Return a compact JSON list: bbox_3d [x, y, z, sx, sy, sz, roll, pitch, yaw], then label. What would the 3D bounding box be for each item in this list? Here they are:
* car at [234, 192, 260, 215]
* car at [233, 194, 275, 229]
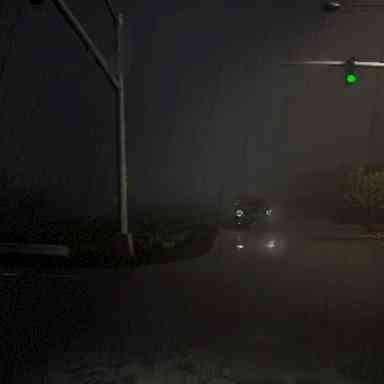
[{"bbox_3d":[4.718,0.958,29.132,2.097,1.767,4.553,-1,1,7],"label":"car"},{"bbox_3d":[3.519,1.083,19.368,2.097,1.767,4.553,-1,1,7],"label":"car"}]
